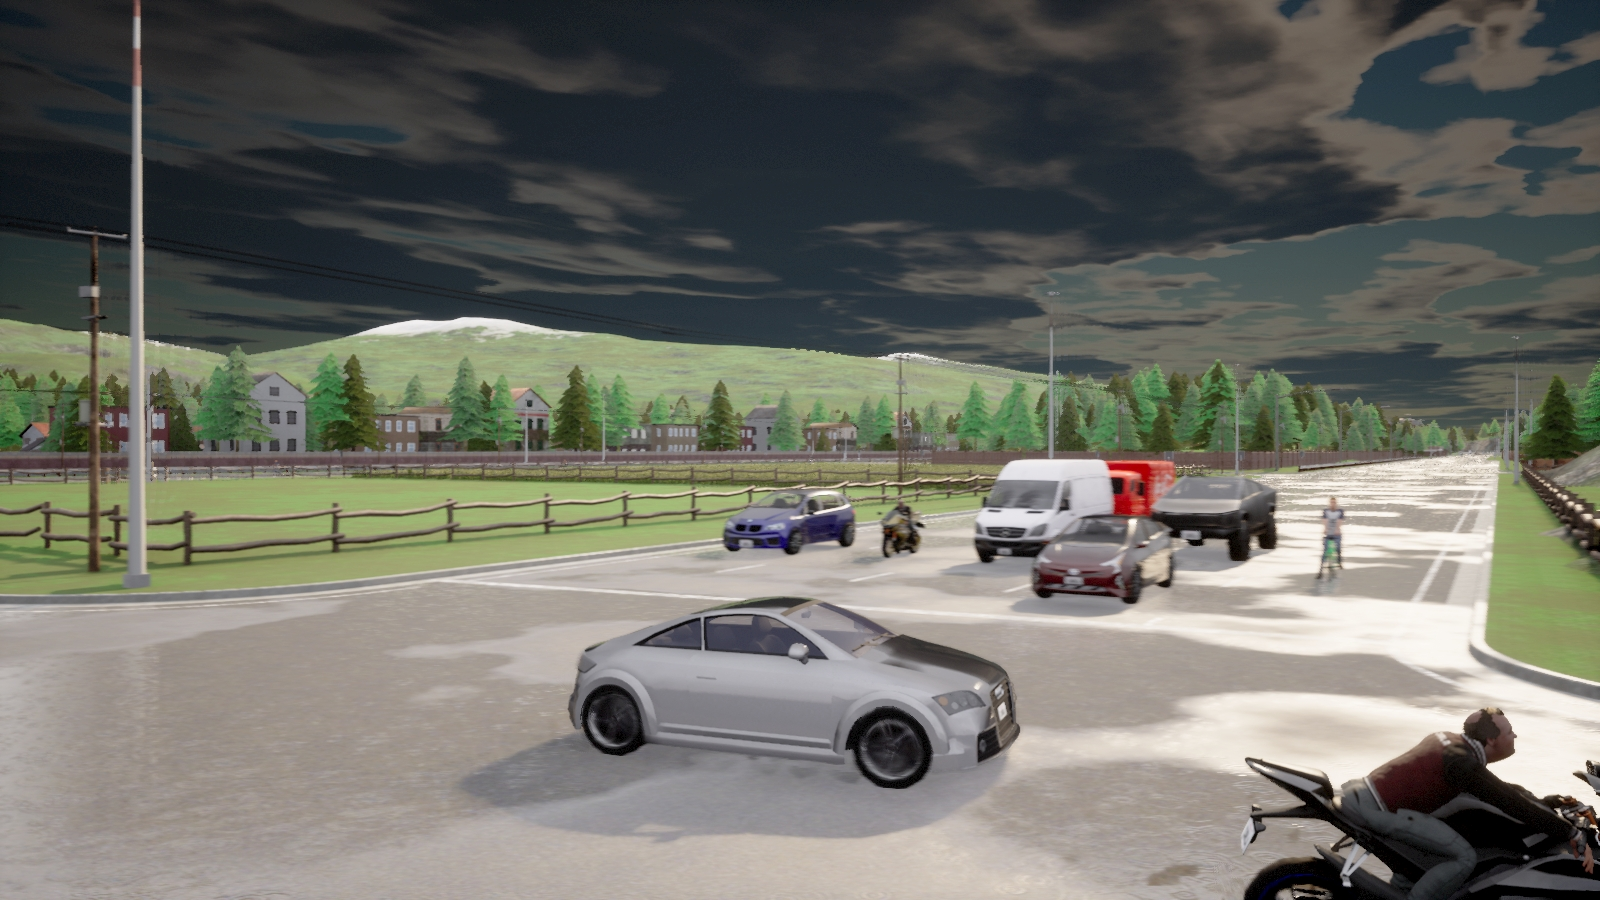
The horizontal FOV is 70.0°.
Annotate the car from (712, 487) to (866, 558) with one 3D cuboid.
[{"bbox_3d":[-0.224,1.971,32.294,2.242,1.667,4.611,0,0,32],"label":"car"}]

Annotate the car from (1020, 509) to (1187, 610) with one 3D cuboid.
[{"bbox_3d":[6.070,2.043,22.450,2.007,1.525,4.514,0,0,31],"label":"car"}]

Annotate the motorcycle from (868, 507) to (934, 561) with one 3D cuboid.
[{"bbox_3d":[2.708,2.209,30.383,0.867,1.251,2.209,0,0,32],"label":"motorcycle"}]

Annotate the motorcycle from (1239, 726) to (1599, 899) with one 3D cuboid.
[{"bbox_3d":[3.421,2.206,5.780,2.209,1.251,0.867,0,0,19],"label":"motorcycle"}]

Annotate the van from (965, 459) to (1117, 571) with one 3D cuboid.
[{"bbox_3d":[6.402,1.539,29.720,1.988,2.561,5.915,0,0,32],"label":"van"}]

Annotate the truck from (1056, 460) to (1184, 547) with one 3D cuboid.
[{"bbox_3d":[10.166,1.572,36.030,2.627,2.467,5.204,0,0,31],"label":"truck"}]

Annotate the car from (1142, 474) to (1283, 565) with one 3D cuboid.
[{"bbox_3d":[11.356,1.759,31.087,2.390,2.098,6.274,0,0,32],"label":"car"}]

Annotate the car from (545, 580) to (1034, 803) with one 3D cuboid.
[{"bbox_3d":[-0.068,2.120,10.804,4.181,1.385,1.994,0,0,21],"label":"car"}]

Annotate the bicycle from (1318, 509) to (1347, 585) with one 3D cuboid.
[{"bbox_3d":[11.425,2.061,24.511,0.373,1.496,1.643,0,0,32],"label":"bicycle"}]
